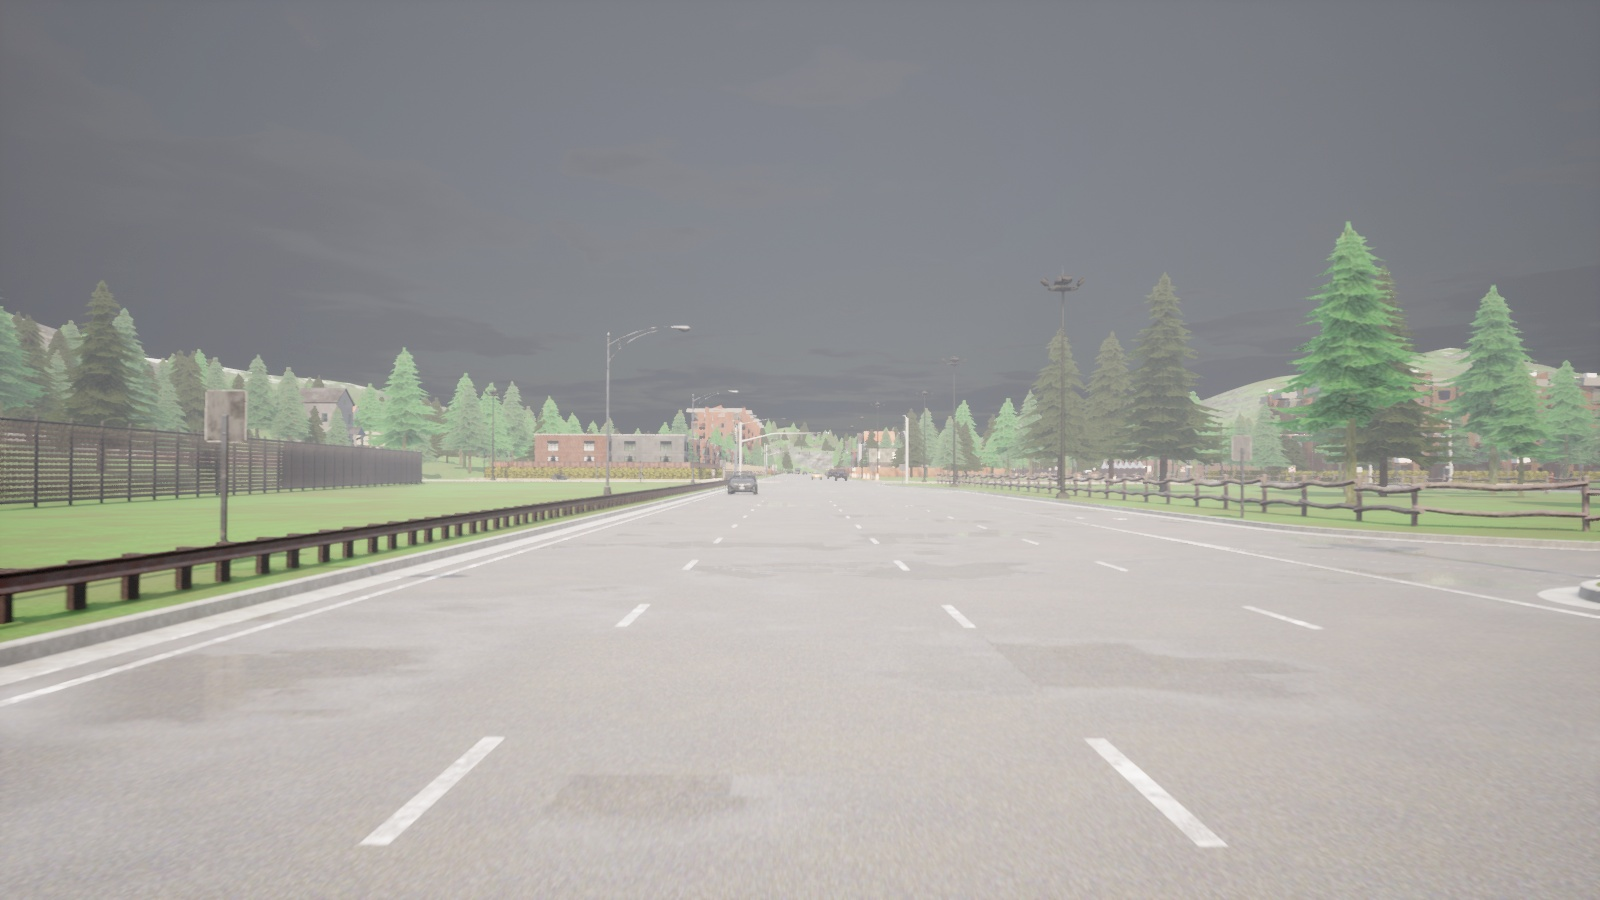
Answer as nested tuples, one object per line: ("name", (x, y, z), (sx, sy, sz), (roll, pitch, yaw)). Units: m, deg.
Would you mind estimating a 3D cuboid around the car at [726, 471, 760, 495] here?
("car", (-3.698, 2.150, 82.044), (2.007, 1.525, 4.514), (0, -1, 0))
